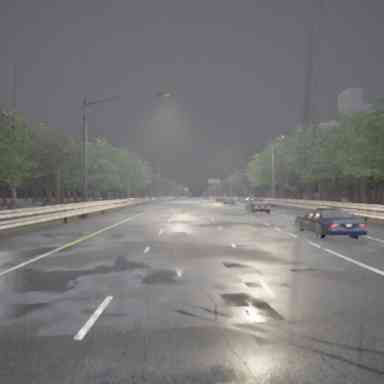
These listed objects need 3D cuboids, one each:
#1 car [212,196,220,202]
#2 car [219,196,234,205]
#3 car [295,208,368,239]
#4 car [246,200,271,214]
[{"bbox_3d":[7.266,1.844,88.178,2.097,1.767,4.553,0,-1,0],"label":"car"},{"bbox_3d":[7.117,1.751,65.203,2.033,1.411,5.357,0,-1,0],"label":"car"},{"bbox_3d":[7.014,1.554,17.366,2.033,1.411,5.357,0,0,0],"label":"car"},{"bbox_3d":[7.014,1.568,35.614,2.033,1.411,5.357,0,0,0],"label":"car"}]
